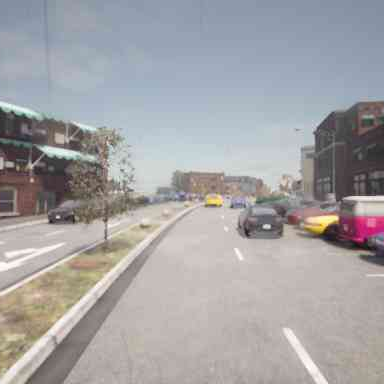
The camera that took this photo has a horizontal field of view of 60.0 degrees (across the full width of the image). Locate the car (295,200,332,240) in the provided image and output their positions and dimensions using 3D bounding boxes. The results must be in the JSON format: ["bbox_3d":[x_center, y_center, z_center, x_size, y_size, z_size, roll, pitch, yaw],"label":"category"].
[{"bbox_3d":[7.871,1.329,15.451,5.366,1.575,1.946,0,1,3],"label":"car"}]

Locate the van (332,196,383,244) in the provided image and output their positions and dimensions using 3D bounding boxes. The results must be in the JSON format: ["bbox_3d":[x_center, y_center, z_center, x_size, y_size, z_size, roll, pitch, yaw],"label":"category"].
[{"bbox_3d":[8.068,1.139,12.705,4.442,1.987,1.878,0,1,2],"label":"van"}]

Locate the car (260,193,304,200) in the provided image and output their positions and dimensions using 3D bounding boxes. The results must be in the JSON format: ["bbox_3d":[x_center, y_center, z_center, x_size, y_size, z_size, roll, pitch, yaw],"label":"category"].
[{"bbox_3d":[9.257,1.128,31.905,4.792,1.488,2.163,0,1,7],"label":"car"}]

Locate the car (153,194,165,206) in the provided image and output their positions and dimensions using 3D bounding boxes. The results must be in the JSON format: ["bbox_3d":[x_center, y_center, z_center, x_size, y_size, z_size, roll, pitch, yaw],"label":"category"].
[{"bbox_3d":[-5.610,1.047,45.189,2.002,1.452,4.674,0,0,9],"label":"car"}]

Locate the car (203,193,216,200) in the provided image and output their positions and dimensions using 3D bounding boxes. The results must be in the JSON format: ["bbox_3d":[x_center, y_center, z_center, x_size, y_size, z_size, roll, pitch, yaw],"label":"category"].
[{"bbox_3d":[4.725,1.299,88.422,2.185,1.767,4.553,0,-1,19],"label":"car"}]

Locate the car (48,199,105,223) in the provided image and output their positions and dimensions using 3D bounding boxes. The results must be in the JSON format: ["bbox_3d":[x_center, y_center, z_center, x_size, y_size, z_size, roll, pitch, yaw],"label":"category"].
[{"bbox_3d":[-8.136,1.253,23.179,2.097,1.535,5.008,0,1,5],"label":"car"}]

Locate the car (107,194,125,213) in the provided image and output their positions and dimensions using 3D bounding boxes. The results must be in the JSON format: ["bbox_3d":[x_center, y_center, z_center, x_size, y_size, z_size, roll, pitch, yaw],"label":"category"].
[{"bbox_3d":[-7.687,1.211,28.653,2.163,1.488,4.792,0,1,6],"label":"car"}]

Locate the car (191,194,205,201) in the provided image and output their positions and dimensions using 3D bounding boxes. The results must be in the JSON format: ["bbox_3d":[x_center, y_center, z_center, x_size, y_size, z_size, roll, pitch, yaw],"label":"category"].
[{"bbox_3d":[1.427,1.279,77.668,2.002,1.452,4.674,0,-1,16],"label":"car"}]

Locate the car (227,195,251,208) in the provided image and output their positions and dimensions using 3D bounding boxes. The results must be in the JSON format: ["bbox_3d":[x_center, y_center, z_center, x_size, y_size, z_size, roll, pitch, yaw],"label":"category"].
[{"bbox_3d":[5.467,1.093,39.032,2.033,1.411,5.357,0,1,8],"label":"car"}]

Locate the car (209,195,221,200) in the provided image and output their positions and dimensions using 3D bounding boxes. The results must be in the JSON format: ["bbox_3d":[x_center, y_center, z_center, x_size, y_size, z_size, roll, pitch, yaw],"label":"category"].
[{"bbox_3d":[6.518,1.515,93.644,2.097,1.535,5.008,0,-1,20],"label":"car"}]

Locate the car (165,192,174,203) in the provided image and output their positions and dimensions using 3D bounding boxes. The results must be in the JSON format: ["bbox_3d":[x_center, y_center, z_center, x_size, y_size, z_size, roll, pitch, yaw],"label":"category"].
[{"bbox_3d":[-4.713,1.031,50.659,2.002,1.452,4.674,0,0,10],"label":"car"}]

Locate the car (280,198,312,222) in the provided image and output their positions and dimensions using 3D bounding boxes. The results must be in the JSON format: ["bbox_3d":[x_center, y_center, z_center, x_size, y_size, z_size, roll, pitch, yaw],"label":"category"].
[{"bbox_3d":[8.321,1.292,20.896,4.792,1.488,2.163,0,1,4],"label":"car"}]

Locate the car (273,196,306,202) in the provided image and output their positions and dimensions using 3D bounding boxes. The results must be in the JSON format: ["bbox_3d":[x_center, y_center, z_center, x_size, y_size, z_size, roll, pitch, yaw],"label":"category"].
[{"bbox_3d":[8.568,1.254,23.614,4.792,1.488,2.163,0,1,5],"label":"car"}]

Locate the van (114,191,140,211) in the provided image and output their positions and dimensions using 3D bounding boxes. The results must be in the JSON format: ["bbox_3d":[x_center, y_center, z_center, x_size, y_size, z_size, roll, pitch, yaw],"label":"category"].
[{"bbox_3d":[-7.119,0.881,34.080,1.878,1.987,4.442,0,1,7],"label":"van"}]

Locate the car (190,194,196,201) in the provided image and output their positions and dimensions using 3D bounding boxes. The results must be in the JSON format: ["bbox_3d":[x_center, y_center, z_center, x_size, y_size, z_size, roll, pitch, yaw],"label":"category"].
[{"bbox_3d":[-1.361,0.951,66.972,2.185,1.767,4.553,0,-1,14],"label":"car"}]

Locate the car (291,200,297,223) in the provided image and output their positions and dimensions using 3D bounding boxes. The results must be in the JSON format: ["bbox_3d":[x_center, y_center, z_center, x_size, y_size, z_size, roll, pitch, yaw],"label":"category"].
[{"bbox_3d":[8.192,1.339,18.168,4.674,1.452,2.002,0,1,3],"label":"car"}]

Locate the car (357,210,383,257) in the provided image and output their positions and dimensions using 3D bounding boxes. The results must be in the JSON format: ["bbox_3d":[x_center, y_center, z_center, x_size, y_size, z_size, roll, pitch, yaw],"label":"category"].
[{"bbox_3d":[7.871,1.434,10.000,4.674,1.452,2.002,0,1,2],"label":"car"}]

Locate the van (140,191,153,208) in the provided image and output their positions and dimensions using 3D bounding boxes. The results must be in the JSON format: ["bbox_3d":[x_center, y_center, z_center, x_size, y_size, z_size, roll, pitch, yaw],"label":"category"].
[{"bbox_3d":[-6.444,0.821,39.578,1.878,1.987,4.442,0,0,8],"label":"van"}]

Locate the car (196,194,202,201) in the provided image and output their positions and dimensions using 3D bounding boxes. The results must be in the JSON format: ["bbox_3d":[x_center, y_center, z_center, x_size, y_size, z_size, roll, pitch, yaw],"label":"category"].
[{"bbox_3d":[-0.001,1.151,72.439,2.231,1.521,4.892,0,-1,15],"label":"car"}]

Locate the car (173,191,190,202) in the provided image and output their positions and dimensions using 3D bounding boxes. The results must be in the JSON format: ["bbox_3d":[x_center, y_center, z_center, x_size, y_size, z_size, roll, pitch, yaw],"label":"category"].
[{"bbox_3d":[-2.617,0.774,61.505,2.435,2.045,5.566,0,-1,13],"label":"car"}]

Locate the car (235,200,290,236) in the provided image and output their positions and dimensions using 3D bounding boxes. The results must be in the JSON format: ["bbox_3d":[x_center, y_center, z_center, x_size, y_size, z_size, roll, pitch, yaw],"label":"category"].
[{"bbox_3d":[3.477,1.359,17.216,1.812,1.442,4.674,0,1,3],"label":"car"}]

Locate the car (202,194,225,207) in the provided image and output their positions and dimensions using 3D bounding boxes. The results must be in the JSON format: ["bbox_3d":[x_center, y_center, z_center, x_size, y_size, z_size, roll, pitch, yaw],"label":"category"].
[{"bbox_3d":[2.797,1.010,41.504,1.882,1.535,5.008,0,0,8],"label":"car"}]

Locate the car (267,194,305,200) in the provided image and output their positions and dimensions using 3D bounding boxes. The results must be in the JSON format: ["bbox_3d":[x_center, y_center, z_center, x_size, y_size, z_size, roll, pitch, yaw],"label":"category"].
[{"bbox_3d":[8.749,1.186,26.340,4.892,1.521,2.231,0,1,5],"label":"car"}]

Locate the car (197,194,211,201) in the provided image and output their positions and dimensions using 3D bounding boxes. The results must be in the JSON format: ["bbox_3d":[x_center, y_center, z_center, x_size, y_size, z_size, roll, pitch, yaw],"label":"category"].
[{"bbox_3d":[2.994,1.360,82.960,2.163,1.488,4.792,0,-1,18],"label":"car"}]
